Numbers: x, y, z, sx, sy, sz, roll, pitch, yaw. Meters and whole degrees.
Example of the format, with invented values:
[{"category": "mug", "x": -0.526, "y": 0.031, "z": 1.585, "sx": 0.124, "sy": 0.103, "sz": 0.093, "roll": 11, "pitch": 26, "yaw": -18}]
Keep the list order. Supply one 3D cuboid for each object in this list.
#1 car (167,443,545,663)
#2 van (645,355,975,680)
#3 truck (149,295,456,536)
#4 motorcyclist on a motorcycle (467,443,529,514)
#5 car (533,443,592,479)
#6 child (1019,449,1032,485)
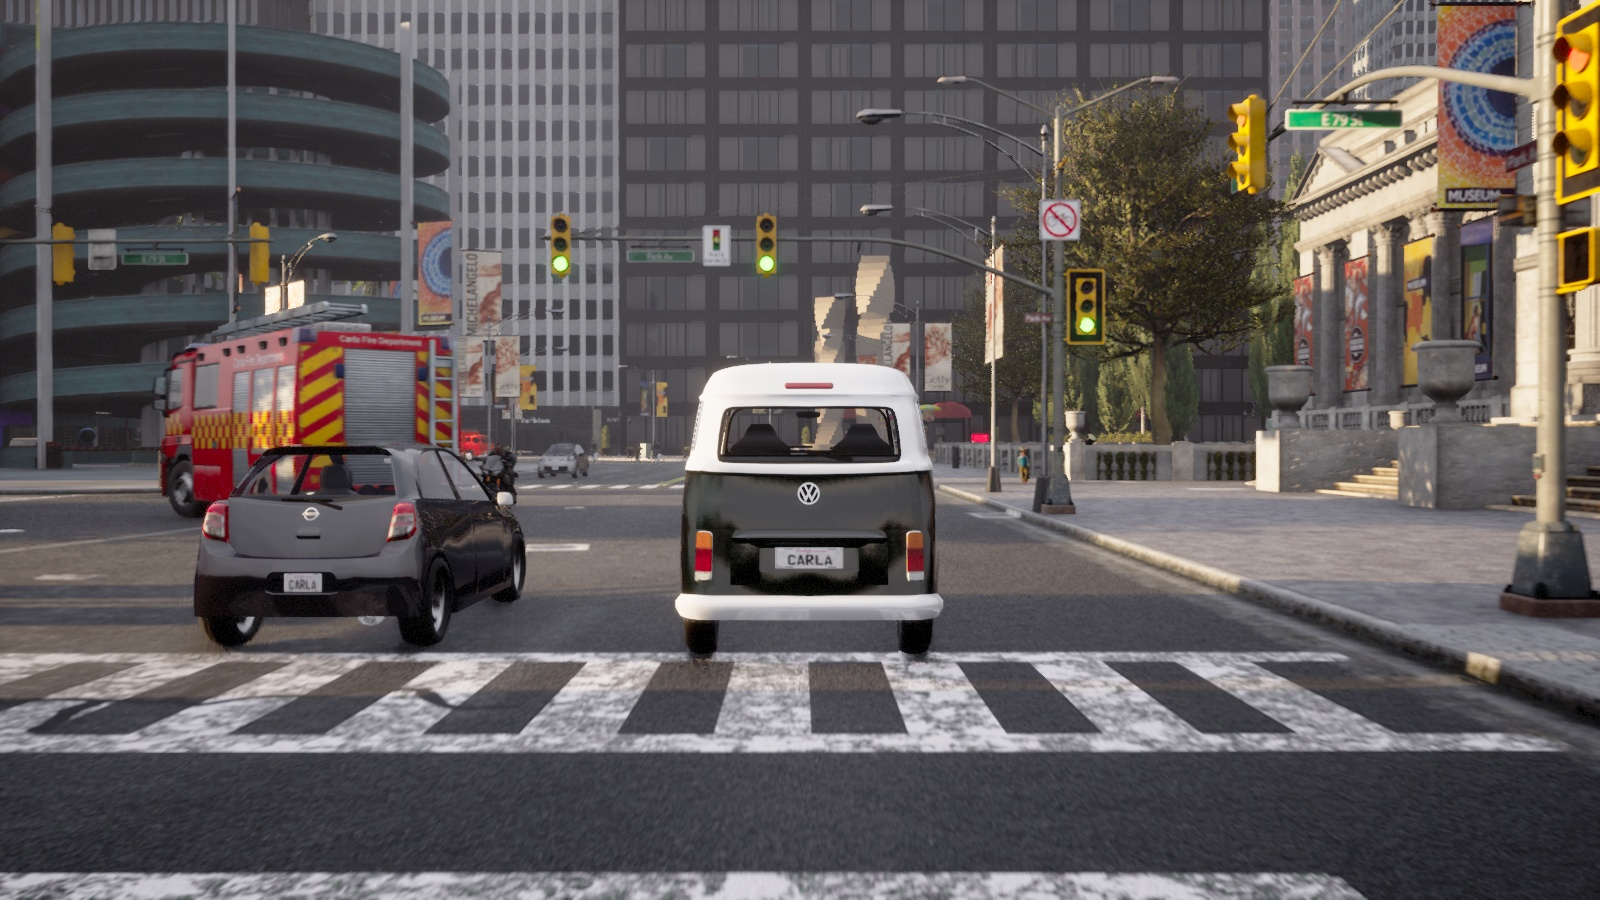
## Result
[{"category": "car", "x": -3.427, "y": 0.700, "z": 10.462, "sx": 1.845, "sy": 1.501, "sz": 3.633, "roll": 0, "pitch": 0, "yaw": 0}, {"category": "van", "x": 0.071, "y": 0.413, "z": 10.118, "sx": 2.069, "sy": 2.038, "sz": 4.480, "roll": 0, "pitch": 0, "yaw": 0}, {"category": "truck", "x": -9.822, "y": -0.561, "z": 24.101, "sx": 2.891, "sy": 3.827, "sz": 8.468, "roll": 0, "pitch": 0, "yaw": -41}, {"category": "motorcyclist on a motorcycle", "x": -6.828, "y": 0.617, "z": 28.485, "sx": 0.866, "sy": 1.530, "sz": 2.191, "roll": 0, "pitch": 0, "yaw": 0}, {"category": "car", "x": -10.192, "y": 0.450, "z": 54.052, "sx": 1.845, "sy": 1.501, "sz": 3.633, "roll": 0, "pitch": 0, "yaw": 0}, {"category": "child", "x": 7.442, "y": 0.557, "z": 41.464, "sx": 0.343, "sy": 1.192, "sz": 0.448, "roll": 0, "pitch": 0, "yaw": 1}]
